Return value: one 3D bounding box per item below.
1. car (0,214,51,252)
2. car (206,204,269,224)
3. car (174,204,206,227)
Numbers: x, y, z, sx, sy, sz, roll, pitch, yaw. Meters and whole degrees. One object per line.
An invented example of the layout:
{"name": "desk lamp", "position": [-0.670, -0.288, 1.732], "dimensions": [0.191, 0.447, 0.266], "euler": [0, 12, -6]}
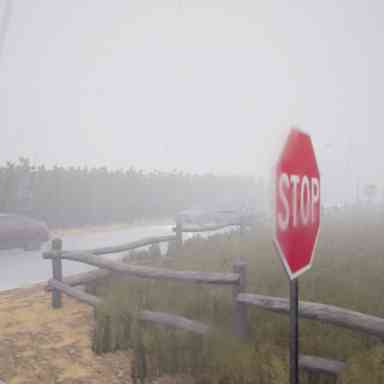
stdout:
{"name": "car", "position": [-7.364, 1.524, 11.810], "dimensions": [1.812, 1.442, 4.674], "euler": [0, 0, 32]}
{"name": "car", "position": [3.279, 1.486, 21.227], "dimensions": [2.128, 1.511, 4.902], "euler": [0, 0, 36]}
{"name": "car", "position": [0.603, 1.558, 23.174], "dimensions": [1.994, 1.385, 4.181], "euler": [0, 0, 36]}
